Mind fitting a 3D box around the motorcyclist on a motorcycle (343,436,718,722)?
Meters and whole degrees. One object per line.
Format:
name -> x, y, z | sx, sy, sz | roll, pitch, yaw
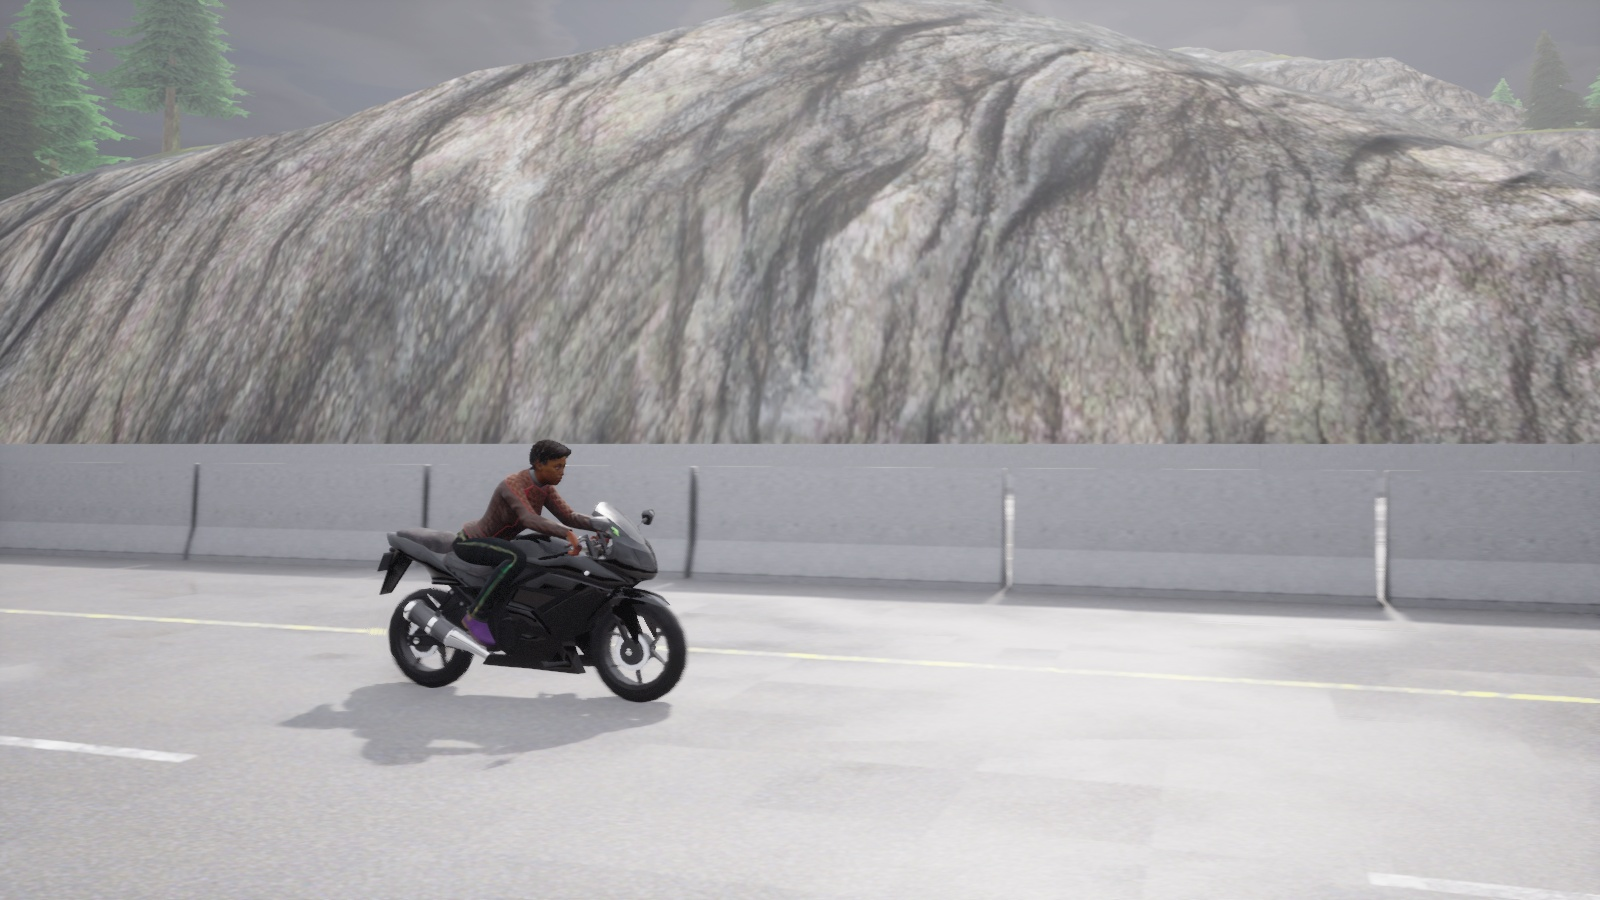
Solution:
motorcyclist on a motorcycle -> -1.586, 0.684, 7.419 | 2.044, 1.523, 0.797 | 1, 1, 19
